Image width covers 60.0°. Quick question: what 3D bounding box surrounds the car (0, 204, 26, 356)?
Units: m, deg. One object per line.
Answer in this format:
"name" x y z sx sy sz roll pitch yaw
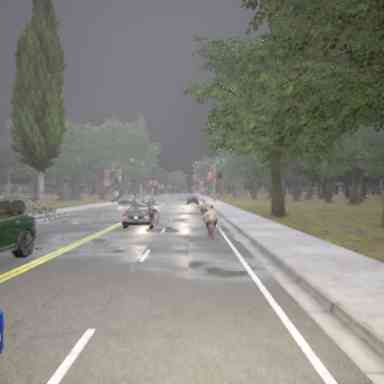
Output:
"car" -3.149 1.217 1.316 2.150 2.045 5.566 0 0 0

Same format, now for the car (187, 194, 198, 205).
"car" 0.098 1.318 55.822 1.837 1.490 4.892 0 0 0

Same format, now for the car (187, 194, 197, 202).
"car" -0.003 1.283 73.631 2.128 1.511 4.902 0 0 0

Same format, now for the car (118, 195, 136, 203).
"car" -9.824 1.183 50.669 2.097 1.767 4.553 0 0 0

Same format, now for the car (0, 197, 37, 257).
"car" -6.598 1.187 9.632 2.150 2.045 5.566 0 0 0

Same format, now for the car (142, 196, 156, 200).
"car" -6.577 1.323 50.333 2.128 1.511 4.902 0 0 0

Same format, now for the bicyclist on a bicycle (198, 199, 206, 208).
"bicyclist on a bicycle" 0.912 1.353 24.920 0.866 1.612 1.509 0 0 0

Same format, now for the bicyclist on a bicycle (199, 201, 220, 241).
"bicyclist on a bicycle" 0.912 1.384 15.453 0.866 1.612 1.509 0 0 0

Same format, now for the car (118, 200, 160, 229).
"car" -3.150 1.476 21.185 2.033 1.411 5.357 0 0 0
